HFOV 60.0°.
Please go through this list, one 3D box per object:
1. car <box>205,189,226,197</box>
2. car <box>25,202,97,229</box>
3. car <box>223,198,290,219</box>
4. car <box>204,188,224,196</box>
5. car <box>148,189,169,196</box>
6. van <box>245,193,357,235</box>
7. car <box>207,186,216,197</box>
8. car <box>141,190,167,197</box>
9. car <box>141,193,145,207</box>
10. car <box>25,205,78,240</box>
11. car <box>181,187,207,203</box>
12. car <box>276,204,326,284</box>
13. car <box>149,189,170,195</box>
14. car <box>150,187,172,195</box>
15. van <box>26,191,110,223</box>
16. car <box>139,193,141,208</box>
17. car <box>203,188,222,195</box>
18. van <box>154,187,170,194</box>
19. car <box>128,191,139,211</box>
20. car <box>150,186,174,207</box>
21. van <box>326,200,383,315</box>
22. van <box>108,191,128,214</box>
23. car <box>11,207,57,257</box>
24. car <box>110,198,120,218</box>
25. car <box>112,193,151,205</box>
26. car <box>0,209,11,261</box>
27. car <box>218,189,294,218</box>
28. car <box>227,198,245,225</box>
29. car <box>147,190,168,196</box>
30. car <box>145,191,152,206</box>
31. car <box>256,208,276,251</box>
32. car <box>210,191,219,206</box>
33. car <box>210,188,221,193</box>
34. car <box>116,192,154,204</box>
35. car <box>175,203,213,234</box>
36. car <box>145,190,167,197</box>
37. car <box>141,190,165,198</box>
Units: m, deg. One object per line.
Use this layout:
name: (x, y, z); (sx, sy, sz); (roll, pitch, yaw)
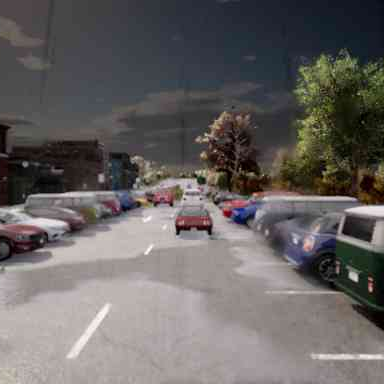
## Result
car: (5.130, 0.128, 74.305); (4.553, 1.767, 2.185); (0, 1, 0)
car: (-7.674, 1.427, 17.122); (4.674, 1.452, 2.002); (0, 0, 0)
car: (4.864, 1.247, 25.789); (4.792, 1.488, 2.163); (0, 1, 0)
car: (5.121, 0.060, 77.089); (4.553, 1.767, 2.185); (0, 1, 0)
car: (-8.028, 0.151, 79.706); (4.792, 1.488, 2.163); (0, 1, 0)
van: (4.779, 1.179, 14.349); (4.442, 1.987, 1.878); (0, 0, 0)
car: (5.086, 0.269, 68.611); (4.553, 1.767, 2.185); (0, 1, 0)
car: (-8.157, 0.324, 71.357); (5.366, 1.575, 1.946); (0, 1, 0)
car: (-7.693, 1.029, 34.084); (5.008, 1.535, 2.097); (0, 1, 0)
car: (-7.678, 1.447, 14.288); (4.674, 1.452, 2.002); (0, 0, 0)
car: (0.078, 0.773, 33.928); (2.150, 2.045, 5.566); (0, 1, 0)
car: (4.868, 1.308, 8.826); (4.553, 1.767, 2.185); (0, 0, 0)
car: (-8.015, 0.054, 82.488); (4.892, 1.521, 2.231); (0, 1, 0)
car: (-8.055, -0.336, 88.046); (5.566, 2.045, 2.435); (0, 1, 0)
van: (-7.562, 1.119, 20.076); (4.442, 1.987, 1.878); (0, 1, 0)
car: (-7.681, 1.093, 31.260); (5.008, 1.535, 2.097); (0, 1, 0)
car: (5.040, -0.075, 82.532); (4.553, 1.767, 2.185); (0, 1, 0)
van: (-8.153, -0.379, 90.828); (4.442, 1.987, 1.878); (0, 1, 0)
car: (-7.712, 0.907, 28.429); (5.566, 2.045, 2.435); (0, 1, 0)
car: (-3.280, 0.641, 39.642); (2.150, 2.045, 5.566); (0, 1, 0)
van: (5.018, 1.223, 5.878); (4.442, 1.987, 1.878); (0, 0, 0)
van: (-7.566, 0.996, 25.605); (4.442, 1.987, 1.878); (0, 1, 0)
car: (-7.679, 1.421, 11.462); (5.008, 1.535, 2.097); (0, 0, 0)
car: (-7.678, 1.327, 22.786); (4.674, 1.452, 2.002); (0, 1, 0)
car: (-7.691, 0.876, 42.561); (4.674, 1.452, 2.002); (0, 1, 0)
car: (-7.640, 1.310, 8.636); (4.553, 1.767, 2.185); (0, 0, 0)
car: (4.867, 1.030, 22.960); (5.566, 2.045, 2.435); (0, 1, 0)
car: (4.891, 1.342, 20.131); (5.008, 1.535, 2.097); (0, 1, 0)
car: (-7.987, 0.230, 76.924); (4.674, 1.452, 2.002); (0, 1, 0)
car: (-7.504, 0.962, 36.910); (5.366, 1.575, 1.946); (0, 1, 0)
car: (4.930, 1.449, 11.524); (4.792, 1.488, 2.163); (0, 0, 0)
car: (4.884, 0.960, 37.080); (5.008, 1.535, 2.097); (0, 1, 0)
car: (4.857, 0.773, 39.776); (4.553, 1.767, 2.185); (0, 1, 0)
car: (-7.666, 0.802, 45.387); (4.792, 1.488, 2.163); (0, 1, 0)
car: (0.089, 1.492, 18.319); (1.895, 1.301, 4.718); (0, 1, 0)
car: (-7.952, 0.288, 74.141); (4.792, 1.488, 2.163); (0, 1, 0)
car: (-7.948, 0.432, 68.718); (4.674, 1.452, 2.002); (1, 1, 0)
